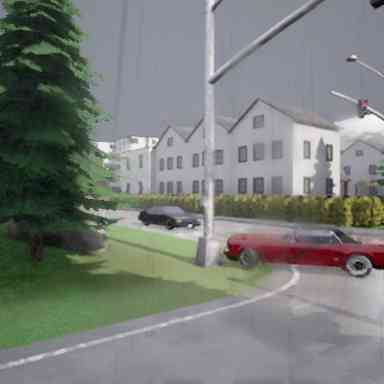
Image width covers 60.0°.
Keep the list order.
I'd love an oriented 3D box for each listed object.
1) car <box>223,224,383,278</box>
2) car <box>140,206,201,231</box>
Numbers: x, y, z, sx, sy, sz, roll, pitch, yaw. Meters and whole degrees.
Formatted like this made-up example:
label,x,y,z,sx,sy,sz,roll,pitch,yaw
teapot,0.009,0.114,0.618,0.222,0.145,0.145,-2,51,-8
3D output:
label,x,y,z,sx,sy,sz,roll,pitch,yaw
car,3.352,1.637,10.014,4.718,1.301,1.895,0,0,16
car,-1.621,1.596,21.635,2.033,1.411,5.357,0,0,-35
